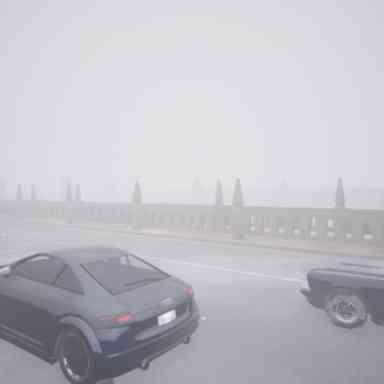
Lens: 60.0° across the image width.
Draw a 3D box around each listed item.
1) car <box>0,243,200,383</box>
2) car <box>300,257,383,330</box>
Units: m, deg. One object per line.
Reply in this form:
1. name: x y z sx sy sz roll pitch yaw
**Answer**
1. car: -1.948 1.557 5.386 4.181 1.385 1.994 0 0 36
2. car: 4.261 1.601 5.252 4.718 1.301 1.895 0 0 36
